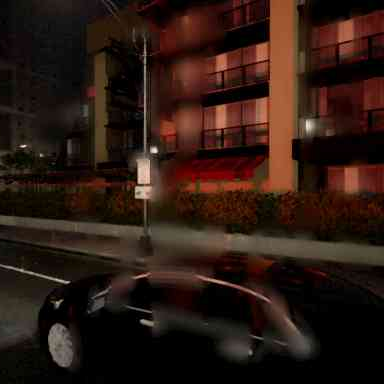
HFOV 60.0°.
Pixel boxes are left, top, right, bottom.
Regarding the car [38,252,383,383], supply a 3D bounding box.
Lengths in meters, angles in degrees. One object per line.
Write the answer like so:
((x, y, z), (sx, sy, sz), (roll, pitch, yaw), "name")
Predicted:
((0.118, 1.506, 3.956), (4.892, 1.490, 1.837), (0, 0, 35), "car")
